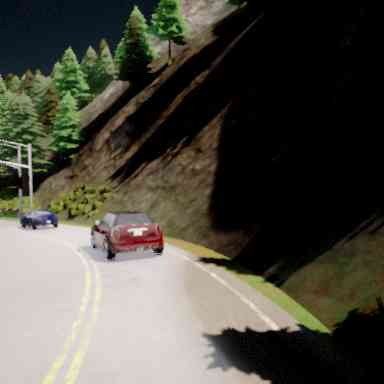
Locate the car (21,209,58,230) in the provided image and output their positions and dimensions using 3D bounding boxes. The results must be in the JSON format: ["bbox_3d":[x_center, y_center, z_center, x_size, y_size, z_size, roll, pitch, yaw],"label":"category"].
[{"bbox_3d":[-12.116,2.107,26.377,1.812,1.442,4.674,-3,0,-40],"label":"car"}]

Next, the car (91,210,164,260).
[{"bbox_3d":[-2.828,1.519,13.706,2.097,1.767,4.553,-2,0,-26],"label":"car"}]
